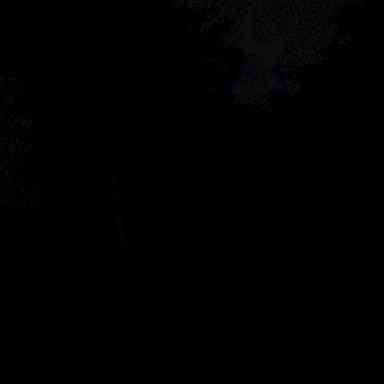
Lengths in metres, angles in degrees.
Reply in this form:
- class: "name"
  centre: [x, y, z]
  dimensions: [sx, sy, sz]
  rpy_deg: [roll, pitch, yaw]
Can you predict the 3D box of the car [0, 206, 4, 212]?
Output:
- class: "car"
  centre: [-36.806, 3.054, 61.814]
  dimensions: [1.994, 1.385, 4.181]
  rpy_deg: [-1, -2, -3]
